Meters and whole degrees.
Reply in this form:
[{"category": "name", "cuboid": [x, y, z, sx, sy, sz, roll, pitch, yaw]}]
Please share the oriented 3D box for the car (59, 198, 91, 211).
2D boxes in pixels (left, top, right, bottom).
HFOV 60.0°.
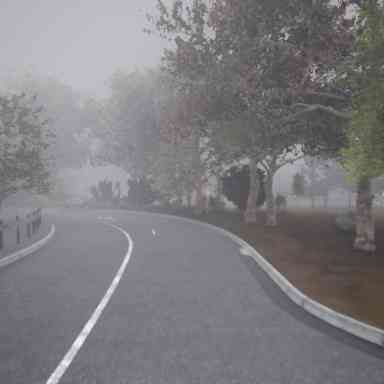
[{"category": "car", "cuboid": [-14.519, 1.578, 41.238, 4.892, 1.490, 1.837, 1, 0, 37]}]
